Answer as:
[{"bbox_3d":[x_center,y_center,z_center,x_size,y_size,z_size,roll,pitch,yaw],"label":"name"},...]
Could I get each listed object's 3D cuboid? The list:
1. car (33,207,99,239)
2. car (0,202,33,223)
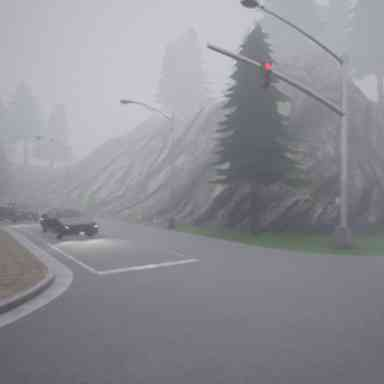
[{"bbox_3d":[-6.821,1.593,18.099,2.033,1.411,5.357,1,0,-36],"label":"car"},{"bbox_3d":[-13.493,1.542,25.985,4.892,1.490,1.837,0,0,45],"label":"car"}]
